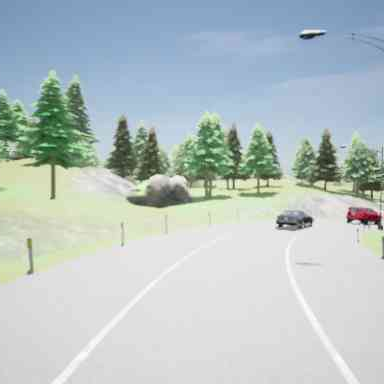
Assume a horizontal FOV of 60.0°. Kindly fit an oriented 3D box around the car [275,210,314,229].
[{"bbox_3d":[8.417,2.183,26.986,2.033,1.411,5.357,2,-1,33],"label":"car"}]

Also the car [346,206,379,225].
[{"bbox_3d":[21.039,2.881,40.720,5.566,2.045,2.150,5,-1,-39],"label":"car"}]
